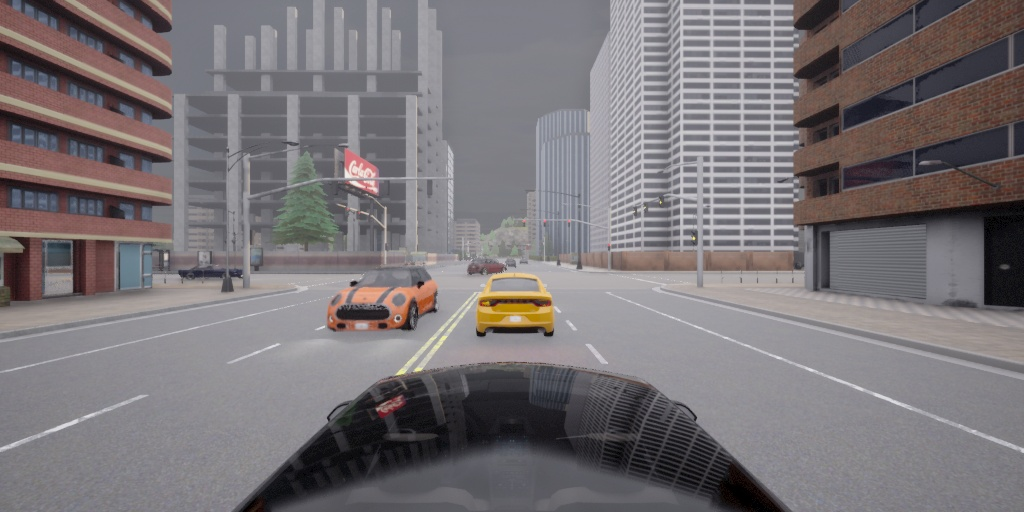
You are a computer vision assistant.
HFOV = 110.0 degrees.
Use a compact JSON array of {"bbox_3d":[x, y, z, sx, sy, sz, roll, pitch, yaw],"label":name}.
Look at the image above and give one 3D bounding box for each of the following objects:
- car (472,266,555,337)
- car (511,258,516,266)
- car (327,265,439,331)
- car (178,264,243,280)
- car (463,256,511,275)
[{"bbox_3d":[0.061,1.228,10.345,1.882,1.535,5.008,0,0,0],"label":"car"},{"bbox_3d":[-0.263,1.241,64.681,2.128,1.511,4.902,0,0,0],"label":"car"},{"bbox_3d":[-3.631,1.103,10.889,2.097,1.767,4.553,0,0,0],"label":"car"},{"bbox_3d":[-24.932,1.351,30.172,4.718,1.301,1.895,0,0,-1],"label":"car"},{"bbox_3d":[-2.552,1.102,37.478,2.097,1.767,4.553,0,0,37],"label":"car"}]
